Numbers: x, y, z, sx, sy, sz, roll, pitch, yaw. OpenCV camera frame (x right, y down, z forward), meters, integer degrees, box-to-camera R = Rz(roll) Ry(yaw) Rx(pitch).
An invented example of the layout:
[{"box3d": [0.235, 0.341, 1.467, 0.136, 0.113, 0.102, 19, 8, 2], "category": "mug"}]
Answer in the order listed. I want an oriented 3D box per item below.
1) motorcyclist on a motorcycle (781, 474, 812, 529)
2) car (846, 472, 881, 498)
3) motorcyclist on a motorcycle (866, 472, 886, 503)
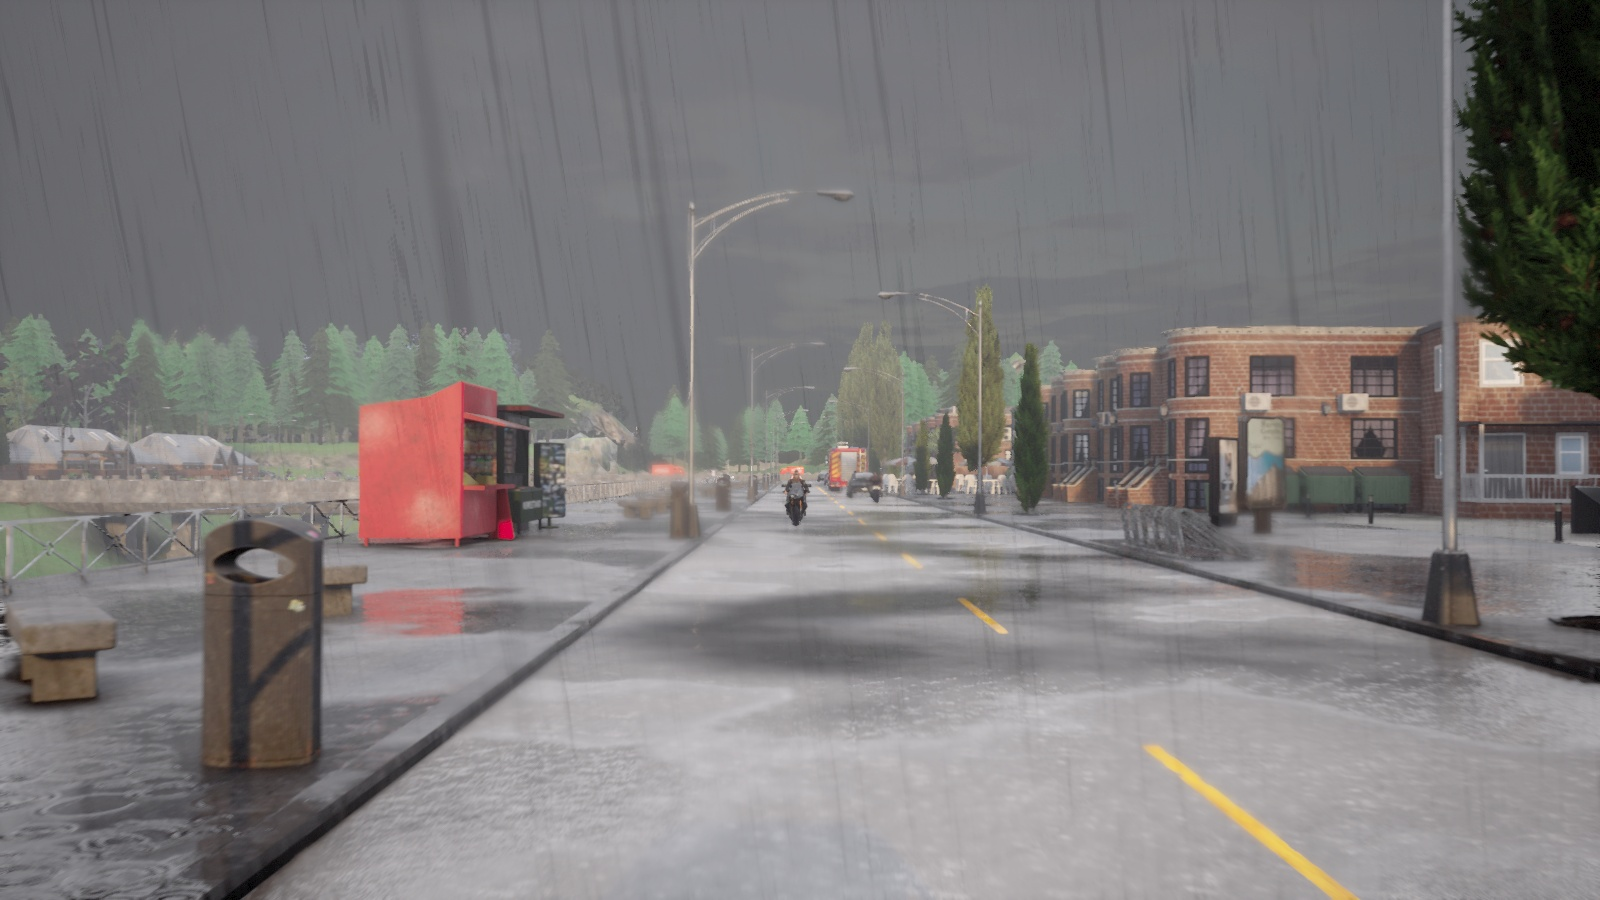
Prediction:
[{"box3d": [-0.094, 1.458, 36.319, 0.866, 1.530, 2.191, 0, -1, 0], "category": "motorcyclist on a motorcycle"}, {"box3d": [3.803, 2.072, 75.716, 1.837, 1.490, 4.892, 0, -1, 0], "category": "car"}, {"box3d": [3.835, 1.899, 63.572, 0.866, 1.530, 2.191, 0, -1, 0], "category": "motorcyclist on a motorcycle"}]
